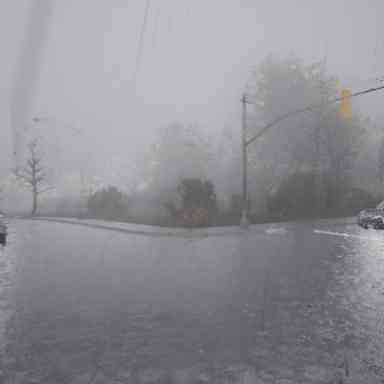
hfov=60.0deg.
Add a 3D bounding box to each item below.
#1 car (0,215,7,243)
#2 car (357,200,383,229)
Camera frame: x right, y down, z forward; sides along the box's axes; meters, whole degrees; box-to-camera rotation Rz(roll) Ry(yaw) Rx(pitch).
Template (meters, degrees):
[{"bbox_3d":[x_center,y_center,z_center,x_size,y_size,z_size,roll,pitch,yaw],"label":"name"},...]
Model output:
[{"bbox_3d":[-9.817,1.581,15.463,1.994,1.385,4.181,-1,0,-33],"label":"car"},{"bbox_3d":[11.403,1.149,18.482,4.553,1.767,2.097,-1,1,-26],"label":"car"}]
